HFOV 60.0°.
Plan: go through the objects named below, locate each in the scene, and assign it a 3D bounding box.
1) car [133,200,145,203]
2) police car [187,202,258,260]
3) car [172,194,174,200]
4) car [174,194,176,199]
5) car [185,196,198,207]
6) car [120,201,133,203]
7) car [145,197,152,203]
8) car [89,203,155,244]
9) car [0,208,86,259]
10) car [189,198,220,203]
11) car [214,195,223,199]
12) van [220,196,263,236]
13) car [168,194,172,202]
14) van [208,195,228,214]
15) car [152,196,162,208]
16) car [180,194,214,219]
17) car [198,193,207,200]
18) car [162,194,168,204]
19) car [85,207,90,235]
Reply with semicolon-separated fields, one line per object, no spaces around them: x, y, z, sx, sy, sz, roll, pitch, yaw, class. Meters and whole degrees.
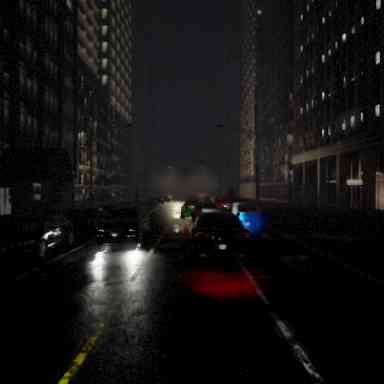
-5.699;1.476;29.268;2.008;1.369;4.403;-1;0;0;car
0.900;1.393;12.357;1.930;1.638;5.238;0;0;0;police car
-5.700;1.246;74.736;1.967;1.590;4.097;-1;0;0;car
-5.699;1.301;85.934;1.752;1.417;4.829;-1;0;0;car
0.006;1.399;48.900;1.812;1.442;4.674;0;0;0;car
-5.698;1.484;23.584;1.887;1.381;4.507;-1;0;0;car
-5.698;1.492;34.952;1.802;1.307;4.206;-1;0;0;car
-3.100;1.464;15.712;1.837;1.490;4.892;0;0;0;car
-5.698;1.520;12.217;2.008;1.369;4.403;-1;0;0;car
0.899;1.420;22.247;1.882;1.535;5.008;0;0;0;car
2.680;1.239;29.268;2.192;1.841;5.009;-1;0;0;car
2.681;1.295;17.900;1.690;1.788;3.998;-1;0;0;van
-5.699;1.403;69.053;1.802;1.307;4.206;-1;0;0;car
2.680;1.251;34.951;1.690;1.788;3.998;-1;0;0;van
-5.699;1.431;46.319;2.008;1.369;4.403;-1;0;0;car
0.382;1.279;28.343;2.097;1.767;4.553;0;0;9;car
2.679;1.090;86.104;2.192;1.841;5.009;-1;0;0;car
-5.699;1.402;57.686;2.008;1.369;4.403;-1;0;0;car
-5.698;1.520;17.901;1.947;1.339;4.313;-1;0;0;car
